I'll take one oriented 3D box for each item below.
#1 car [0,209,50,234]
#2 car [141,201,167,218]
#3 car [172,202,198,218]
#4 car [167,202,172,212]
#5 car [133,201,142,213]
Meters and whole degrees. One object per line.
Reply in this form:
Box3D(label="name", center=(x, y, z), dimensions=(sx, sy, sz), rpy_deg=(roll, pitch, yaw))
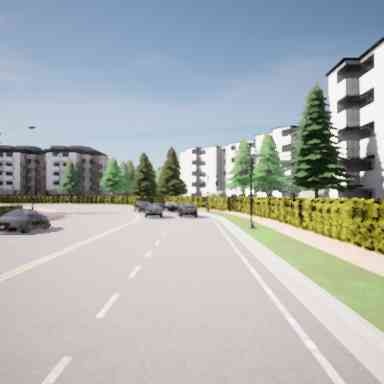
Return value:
Box3D(label="car", center=(-10.384, 1.761, 20.317), dimensions=(1.994, 1.385, 4.181), rpy_deg=(0, -1, 1))
Box3D(label="car", center=(-3.926, 1.886, 34.110), dimensions=(2.033, 1.411, 5.357), rpy_deg=(0, -1, -7))
Box3D(label="car", center=(-0.530, 1.839, 34.747), dimensions=(2.128, 1.511, 4.902), rpy_deg=(0, -1, -7))
Box3D(label="car", center=(-2.945, 2.048, 44.939), dimensions=(1.895, 1.301, 4.718), rpy_deg=(0, -1, -20))
Box3D(label="car", center=(-6.584, 1.933, 44.580), dimensions=(2.128, 1.511, 4.902), rpy_deg=(0, -1, -22))
